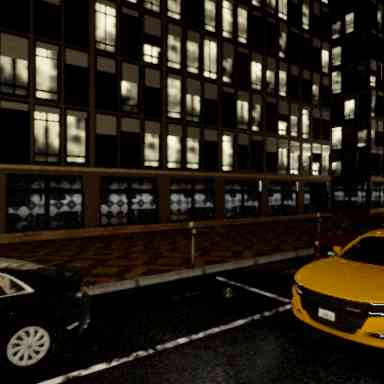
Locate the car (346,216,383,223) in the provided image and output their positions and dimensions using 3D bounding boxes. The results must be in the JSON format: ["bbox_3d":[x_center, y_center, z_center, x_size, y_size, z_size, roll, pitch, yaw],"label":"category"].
[{"bbox_3d":[5.763,1.488,10.669,4.507,1.381,1.887,0,0,-36],"label":"car"}]

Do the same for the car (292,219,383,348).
[{"bbox_3d":[3.933,1.443,6.101,5.008,1.535,1.882,0,0,-35],"label":"car"}]

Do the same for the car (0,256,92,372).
[{"bbox_3d":[-3.504,1.554,4.056,4.403,1.369,2.008,0,0,-36],"label":"car"}]
